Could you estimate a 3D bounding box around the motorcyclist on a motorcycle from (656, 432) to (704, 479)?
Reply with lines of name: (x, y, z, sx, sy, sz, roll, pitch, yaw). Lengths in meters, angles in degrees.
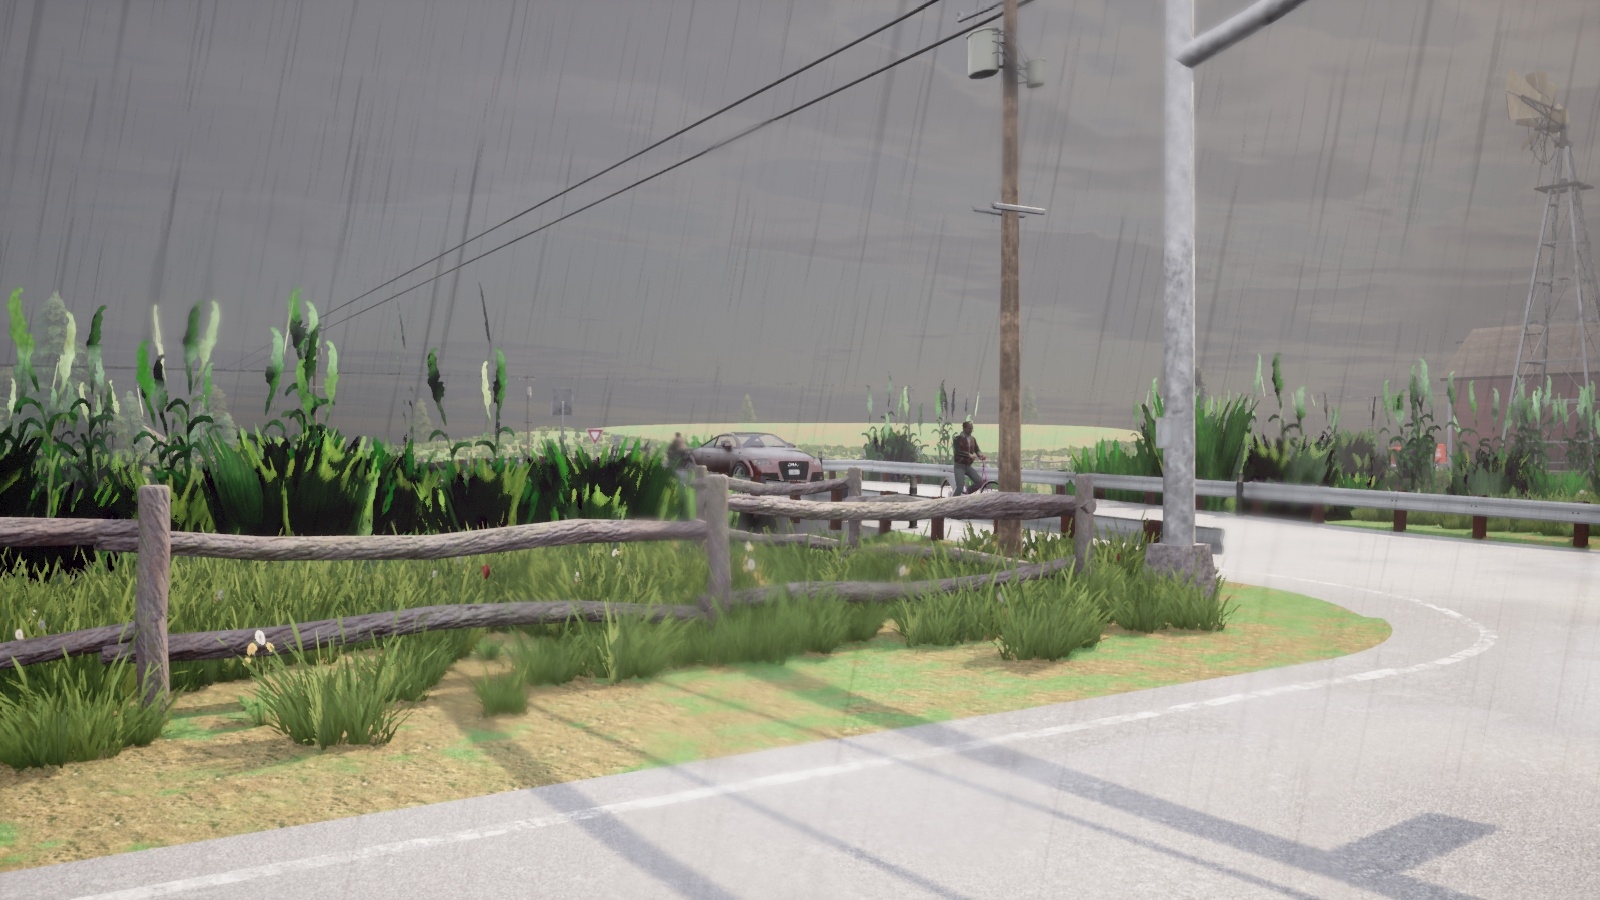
motorcyclist on a motorcycle: (-3.980, 0.191, 41.541, 0.797, 1.523, 2.044, 0, -1, -30)

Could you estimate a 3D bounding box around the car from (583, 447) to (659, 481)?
car: (-10.277, 0.775, 71.957, 3.866, 1.878, 1.905, 0, 0, -32)

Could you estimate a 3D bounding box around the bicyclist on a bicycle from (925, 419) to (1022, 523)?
bicyclist on a bicycle: (3.128, 0.348, 22.816, 0.659, 1.776, 1.843, 0, 2, -32)

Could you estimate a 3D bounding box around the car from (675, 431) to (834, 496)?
car: (-1.154, 0.274, 29.756, 1.994, 1.385, 4.181, 0, 1, -31)
